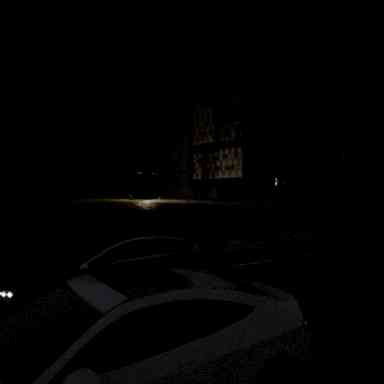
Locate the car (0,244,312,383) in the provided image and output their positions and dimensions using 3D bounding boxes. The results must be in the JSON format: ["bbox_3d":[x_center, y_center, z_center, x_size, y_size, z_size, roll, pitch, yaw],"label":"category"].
[{"bbox_3d":[-0.762,1.540,3.143,4.674,1.442,1.812,1,-1,-35],"label":"car"}]

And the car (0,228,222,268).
[{"bbox_3d":[-1.445,1.525,6.646,4.902,1.511,2.128,1,-1,-35],"label":"car"}]
